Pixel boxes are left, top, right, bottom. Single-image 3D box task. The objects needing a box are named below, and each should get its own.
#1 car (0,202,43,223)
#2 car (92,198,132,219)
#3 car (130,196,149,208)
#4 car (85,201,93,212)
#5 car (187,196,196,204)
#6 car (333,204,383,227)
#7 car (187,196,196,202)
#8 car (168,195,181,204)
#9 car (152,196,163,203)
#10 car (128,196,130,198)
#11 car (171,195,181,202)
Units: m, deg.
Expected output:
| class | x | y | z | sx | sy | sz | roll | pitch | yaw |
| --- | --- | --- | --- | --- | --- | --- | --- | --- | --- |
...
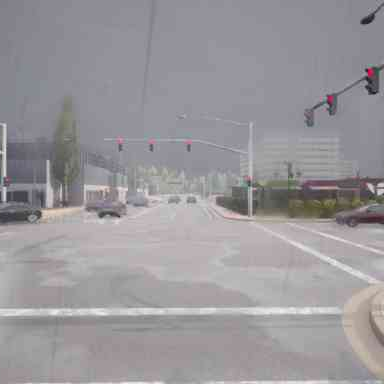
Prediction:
| class | x | y | z | sx | sy | sz | roll | pitch | yaw |
| --- | --- | --- | --- | --- | --- | --- | --- | --- | --- |
| car | -13.014 | 1.507 | 23.354 | 1.837 | 1.490 | 4.892 | 3 | 1 | 35 |
| car | -6.988 | 1.547 | 29.731 | 2.033 | 1.411 | 5.357 | 0 | 0 | -3 |
| car | -7.167 | 1.504 | 46.930 | 1.837 | 1.490 | 4.892 | 0 | 0 | 0 |
| car | -10.656 | 1.547 | 38.212 | 2.033 | 1.411 | 5.357 | 0 | 0 | 0 |
| car | -0.095 | 1.491 | 64.611 | 2.128 | 1.511 | 4.902 | 0 | 0 | 0 |
| car | 11.773 | 1.526 | 21.960 | 4.674 | 1.442 | 1.812 | 0 | 0 | 1 |
| car | -0.110 | 1.468 | 74.916 | 1.895 | 1.301 | 4.718 | 0 | 0 | 0 |
| car | -3.595 | 1.547 | 64.605 | 2.033 | 1.411 | 5.357 | 0 | 0 | 0 |
| car | -7.106 | 1.526 | 68.669 | 1.812 | 1.442 | 4.674 | 0 | 0 | 0 |
| car | -10.659 | 1.506 | 59.534 | 1.837 | 1.490 | 4.892 | 0 | -1 | 0 |
| car | -3.610 | 1.425 | 74.879 | 1.994 | 1.385 | 4.181 | 0 | 0 | 0 |
